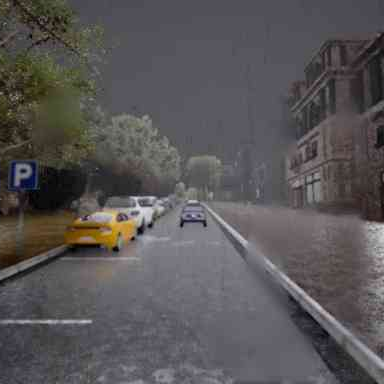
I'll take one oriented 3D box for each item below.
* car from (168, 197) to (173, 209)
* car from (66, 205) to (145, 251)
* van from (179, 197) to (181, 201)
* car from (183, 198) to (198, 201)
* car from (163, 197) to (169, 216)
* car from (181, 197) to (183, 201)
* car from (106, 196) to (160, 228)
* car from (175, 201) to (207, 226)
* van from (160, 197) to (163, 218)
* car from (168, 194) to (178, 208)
[{"bbox_3d":[-3.666,1.588,36.549,2.097,1.535,5.008,0,0,2],"label":"car"},{"bbox_3d":[-3.658,1.520,14.268,2.097,1.535,5.008,0,0,2],"label":"car"},{"bbox_3d":[-3.673,1.467,64.525,1.878,1.987,4.442,0,0,2],"label":"van"},{"bbox_3d":[0.085,1.654,42.170,1.812,1.442,4.674,0,0,0],"label":"car"},{"bbox_3d":[-3.657,1.567,31.169,1.946,1.575,5.366,0,0,2],"label":"car"},{"bbox_3d":[-3.680,1.588,69.947,2.185,1.767,4.553,0,0,2],"label":"car"},{"bbox_3d":[-3.660,1.285,19.873,2.435,2.045,5.566,0,0,2],"label":"car"},{"bbox_3d":[0.092,1.615,24.038,2.033,1.411,5.357,0,0,0],"label":"car"},{"bbox_3d":[-3.658,1.326,25.532,1.878,1.987,4.442,0,0,2],"label":"van"},{"bbox_3d":[-3.672,1.504,47.664,2.185,1.767,4.553,0,0,2],"label":"car"}]
